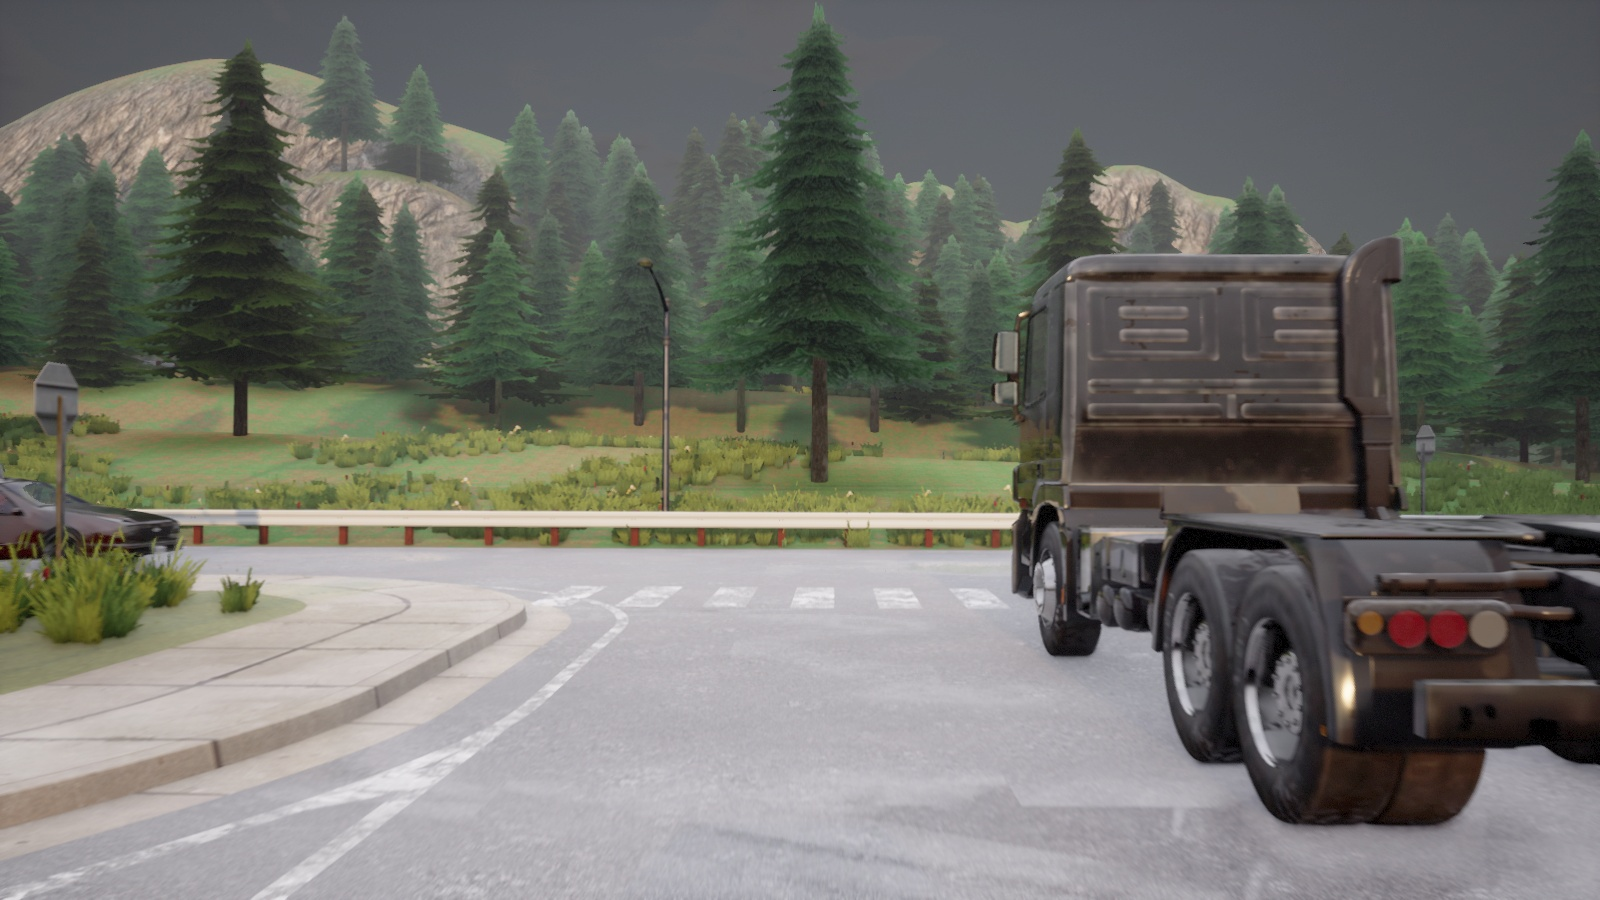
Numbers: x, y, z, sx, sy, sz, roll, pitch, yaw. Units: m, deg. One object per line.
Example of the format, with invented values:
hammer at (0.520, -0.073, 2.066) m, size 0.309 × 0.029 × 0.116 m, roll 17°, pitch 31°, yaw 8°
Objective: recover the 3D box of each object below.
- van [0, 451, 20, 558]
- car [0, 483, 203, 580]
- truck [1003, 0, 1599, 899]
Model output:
van at (-17.140, 1.020, 23.133) m, size 4.442 × 1.987 × 1.775 m, roll 0°, pitch -1°, yaw 1°
car at (-12.466, 1.237, 19.557) m, size 5.357 × 1.411 × 2.033 m, roll 0°, pitch -1°, yaw 1°
truck at (3.475, -0.041, 8.441) m, size 2.891 × 3.462 × 7.936 m, roll 0°, pitch -1°, yaw 0°
